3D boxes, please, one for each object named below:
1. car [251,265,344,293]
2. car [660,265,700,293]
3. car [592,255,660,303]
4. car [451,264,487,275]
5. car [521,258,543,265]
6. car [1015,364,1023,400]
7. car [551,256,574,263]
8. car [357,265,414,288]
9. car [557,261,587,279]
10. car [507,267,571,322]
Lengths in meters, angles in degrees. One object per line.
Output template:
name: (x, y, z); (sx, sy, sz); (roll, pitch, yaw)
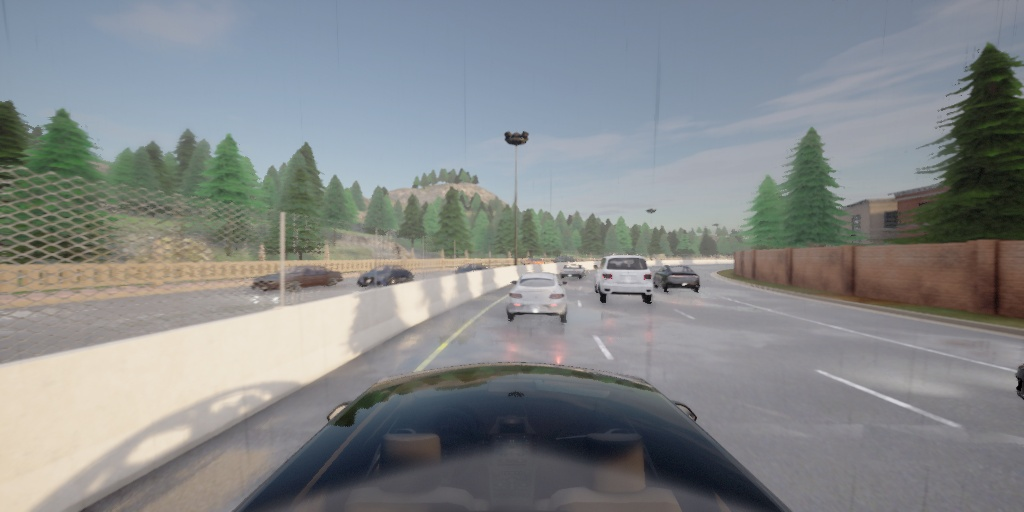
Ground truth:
car: (-12.134, 1.247, 20.864); (2.033, 1.411, 5.357); (0, 0, 10)
car: (9.601, 1.284, 21.183); (2.128, 1.511, 4.902); (0, 0, 13)
car: (5.140, 0.995, 17.047); (2.150, 2.045, 5.566); (0, 0, 10)
car: (-3.199, 1.302, 28.213); (1.994, 1.385, 4.181); (0, 0, 16)
car: (3.426, 1.121, 59.994); (2.097, 1.767, 4.553); (0, 0, 33)
car: (7.214, 1.286, 2.378); (1.837, 1.490, 4.892); (0, 0, 0)
car: (8.768, 1.014, 61.671); (2.150, 2.045, 5.566); (0, 0, 35)
car: (-8.052, 1.281, 23.186); (1.994, 1.385, 4.181); (0, 0, 13)
car: (5.685, 1.377, 32.670); (1.895, 1.301, 4.718); (0, 0, 19)
car: (0.914, 1.280, 12.314); (1.812, 1.442, 4.674); (0, 0, 6)
